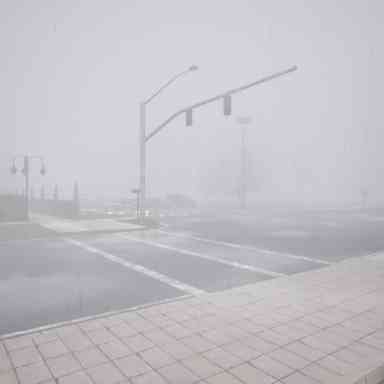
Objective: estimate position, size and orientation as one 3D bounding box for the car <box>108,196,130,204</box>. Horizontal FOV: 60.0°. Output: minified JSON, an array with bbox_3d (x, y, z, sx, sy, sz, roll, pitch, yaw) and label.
[{"bbox_3d":[-13.883,1.547,62.788,2.033,1.411,5.357,0,0,-36],"label":"car"}]

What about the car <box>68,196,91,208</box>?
[{"bbox_3d":[-15.484,1.601,47.099,1.895,1.301,4.718,0,0,-36],"label":"car"}]

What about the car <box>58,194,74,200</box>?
[{"bbox_3d":[-21.594,1.505,55.508,1.837,1.490,4.892,0,0,-36],"label":"car"}]

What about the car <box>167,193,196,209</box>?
[{"bbox_3d":[-1.732,1.221,46.069,2.150,2.045,5.566,0,0,-36],"label":"car"}]

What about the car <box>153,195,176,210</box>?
[{"bbox_3d":[-4.551,1.505,43.991,1.837,1.490,4.892,0,0,-36],"label":"car"}]

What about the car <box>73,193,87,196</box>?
[{"bbox_3d":[-19.693,1.221,58.855,2.150,2.045,5.566,0,0,-36],"label":"car"}]

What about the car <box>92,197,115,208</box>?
[{"bbox_3d":[-13.404,1.505,50.189,1.837,1.490,4.892,0,0,-36],"label":"car"}]

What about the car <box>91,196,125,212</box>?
[{"bbox_3d":[-10.077,1.526,39.694,1.812,1.442,4.674,0,0,-36],"label":"car"}]

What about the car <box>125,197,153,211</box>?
[{"bbox_3d":[-7.496,1.547,42.092,2.033,1.411,5.357,0,0,-36],"label":"car"}]

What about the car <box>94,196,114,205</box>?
[{"bbox_3d":[-15.814,1.505,59.472,1.837,1.490,4.892,0,0,-36],"label":"car"}]

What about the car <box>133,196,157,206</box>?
[{"bbox_3d":[-7.718,1.505,54.276,1.837,1.490,4.892,0,0,-36],"label":"car"}]

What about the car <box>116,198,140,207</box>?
[{"bbox_3d":[-9.968,1.601,51.414,1.895,1.301,4.718,0,0,-36],"label":"car"}]
